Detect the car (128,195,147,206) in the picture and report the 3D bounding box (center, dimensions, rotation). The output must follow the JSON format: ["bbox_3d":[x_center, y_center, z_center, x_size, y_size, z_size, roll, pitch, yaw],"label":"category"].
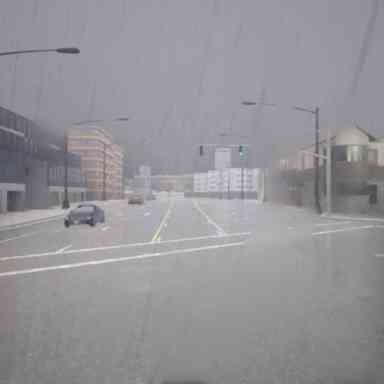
[{"bbox_3d":[-8.135,1.228,48.520,1.882,1.535,5.008,0,2,-2],"label":"car"}]

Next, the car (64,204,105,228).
[{"bbox_3d":[-7.223,1.592,22.865,1.812,1.442,4.674,0,0,-2],"label":"car"}]

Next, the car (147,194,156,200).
[{"bbox_3d":[-9.004,1.103,72.880,2.128,1.511,4.902,0,0,-2],"label":"car"}]
